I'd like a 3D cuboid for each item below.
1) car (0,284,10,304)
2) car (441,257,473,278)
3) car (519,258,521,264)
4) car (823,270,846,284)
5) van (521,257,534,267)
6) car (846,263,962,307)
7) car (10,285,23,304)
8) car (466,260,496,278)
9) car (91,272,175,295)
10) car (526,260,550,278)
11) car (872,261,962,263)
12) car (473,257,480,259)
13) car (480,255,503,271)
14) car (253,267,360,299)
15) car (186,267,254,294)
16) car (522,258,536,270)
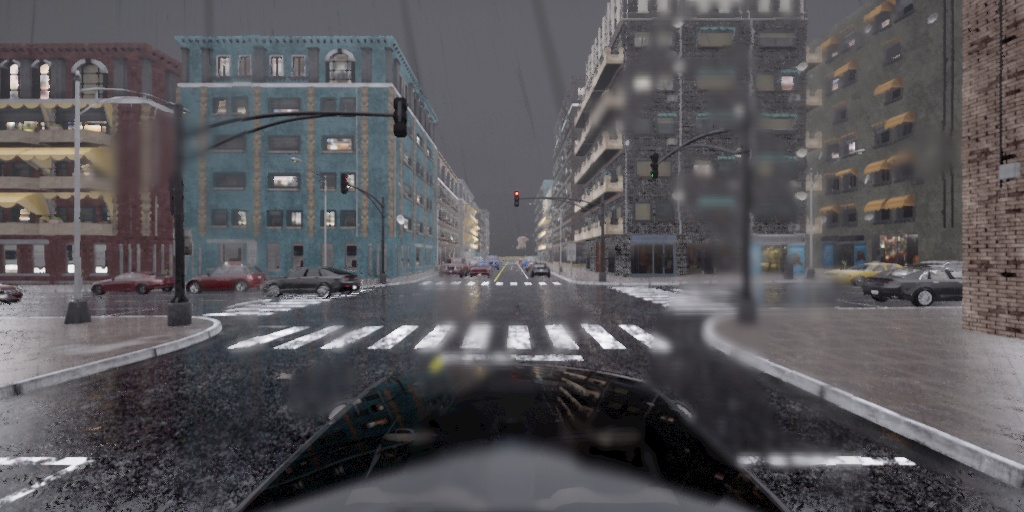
[{"bbox_3d":[-22.490,1.438,13.550,4.097,1.591,1.967,0,0,0],"label":"car"},{"bbox_3d":[-5.310,1.046,33.545,2.192,1.841,5.009,0,0,0],"label":"car"},{"bbox_3d":[2.575,1.143,61.304,1.967,1.591,4.097,0,0,0],"label":"car"},{"bbox_3d":[21.137,0.991,21.088,4.829,1.417,1.751,0,0,0],"label":"car"},{"bbox_3d":[2.574,1.056,50.201,1.690,1.789,3.998,0,0,0],"label":"van"},{"bbox_3d":[15.604,1.077,13.251,4.403,1.370,2.007,0,0,0],"label":"car"},{"bbox_3d":[-25.052,1.558,16.037,4.674,1.442,1.812,-1,0,0],"label":"car"},{"bbox_3d":[-2.844,1.332,33.612,1.895,1.301,4.718,0,0,0],"label":"car"},{"bbox_3d":[-22.451,1.589,21.435,4.207,1.307,1.802,0,0,0],"label":"car"},{"bbox_3d":[2.571,1.297,33.544,1.948,1.339,4.313,0,0,0],"label":"car"},{"bbox_3d":[22.086,0.978,18.616,4.674,1.442,1.812,-1,0,0],"label":"car"},{"bbox_3d":[-5.307,1.260,50.202,1.888,1.381,4.507,0,0,0],"label":"car"},{"bbox_3d":[-2.836,0.938,49.830,2.150,2.045,5.566,0,0,0],"label":"car"},{"bbox_3d":[-10.389,1.360,18.620,4.892,1.490,1.837,-1,-2,10],"label":"car"},{"bbox_3d":[-16.902,1.379,21.395,4.097,1.591,1.967,0,0,0],"label":"car"},{"bbox_3d":[2.573,1.303,44.648,1.802,1.307,4.207,0,0,0],"label":"car"}]
